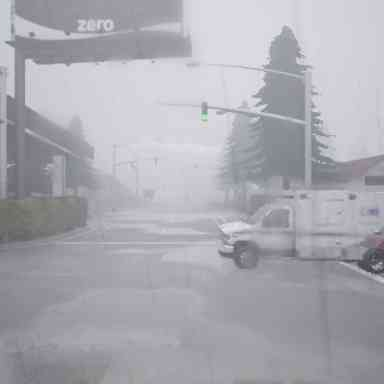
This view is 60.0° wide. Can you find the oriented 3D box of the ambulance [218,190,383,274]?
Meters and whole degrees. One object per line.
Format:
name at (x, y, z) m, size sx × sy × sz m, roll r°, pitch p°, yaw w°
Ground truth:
ambulance at (4.062, 1.184, 10.821) m, size 6.366 × 2.431 × 2.351 m, roll 1°, pitch 0°, yaw 0°
